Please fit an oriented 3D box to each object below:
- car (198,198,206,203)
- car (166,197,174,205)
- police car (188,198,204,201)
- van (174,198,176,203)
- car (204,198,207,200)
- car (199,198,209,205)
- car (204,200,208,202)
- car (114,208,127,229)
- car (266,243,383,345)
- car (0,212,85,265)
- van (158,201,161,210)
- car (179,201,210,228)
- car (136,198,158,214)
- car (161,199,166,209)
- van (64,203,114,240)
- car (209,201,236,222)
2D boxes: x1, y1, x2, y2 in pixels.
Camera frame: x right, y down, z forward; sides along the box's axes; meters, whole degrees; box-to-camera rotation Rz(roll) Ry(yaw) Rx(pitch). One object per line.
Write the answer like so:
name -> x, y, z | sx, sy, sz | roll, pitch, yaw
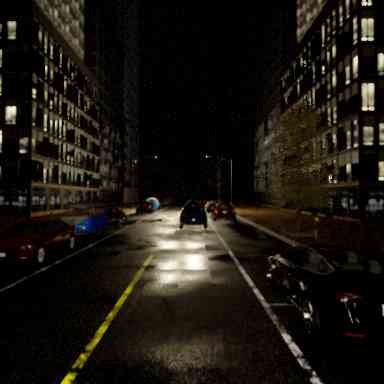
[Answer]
car -> 2.704, 2.366, 91.866 | 2.008, 1.369, 4.403 | 0, 0, 0
car -> -5.678, 2.194, 74.638 | 1.752, 1.417, 4.829 | 0, 0, 0
police car -> 0.105, 1.804, 41.635 | 1.930, 1.638, 5.238 | 0, -1, 0
van -> -5.676, 2.109, 86.194 | 1.690, 1.788, 3.998 | 0, 0, 0
car -> 2.699, 1.948, 46.503 | 1.752, 1.417, 4.829 | 0, -1, 0
car -> 2.703, 2.109, 74.792 | 1.967, 1.590, 4.097 | 0, 0, 0
car -> 2.698, 1.953, 40.641 | 1.802, 1.307, 4.206 | 0, -1, 0
car -> -5.684, 1.800, 23.581 | 1.802, 1.307, 4.206 | 0, -1, 0
car -> 2.694, 1.628, 6.491 | 1.947, 1.339, 4.313 | 0, -1, 0
car -> -5.686, 1.659, 12.197 | 1.887, 1.381, 4.507 | 0, -1, 0
van -> -5.680, 1.762, 46.351 | 1.690, 1.788, 3.998 | 0, -1, 0
car -> 0.102, 1.702, 24.283 | 1.882, 1.535, 5.008 | 0, 0, 0
car -> -5.682, 1.811, 40.657 | 1.967, 1.590, 4.097 | 0, -1, 0
car -> -5.681, 2.037, 52.041 | 1.947, 1.339, 4.313 | 0, -1, 0
van -> -5.684, 1.508, 17.891 | 1.690, 1.788, 3.998 | 0, -1, 0
car -> 2.698, 1.709, 29.258 | 1.967, 1.590, 4.097 | 0, -1, 0
